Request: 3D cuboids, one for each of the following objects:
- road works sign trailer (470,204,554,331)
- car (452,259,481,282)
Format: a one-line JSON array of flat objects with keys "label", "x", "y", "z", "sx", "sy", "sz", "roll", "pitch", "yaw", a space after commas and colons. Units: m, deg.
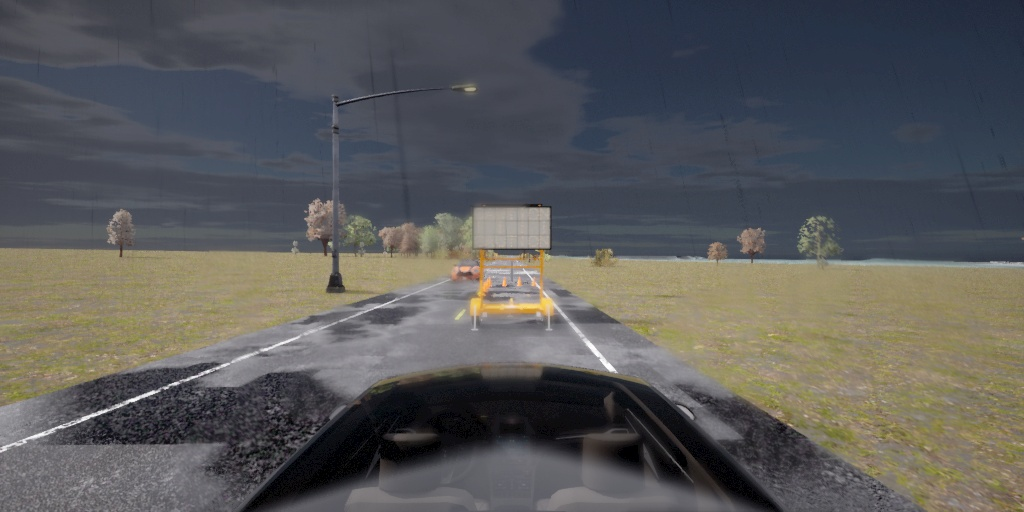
[{"label": "road works sign trailer", "x": -0.003, "y": 0.215, "z": 11.018, "sx": 2.380, "sy": 3.560, "sz": 2.880, "roll": 0, "pitch": 0, "yaw": 0}, {"label": "car", "x": -3.508, "y": 1.103, "z": 28.828, "sx": 2.097, "sy": 1.767, "sz": 4.553, "roll": 0, "pitch": 0, "yaw": 0}]
